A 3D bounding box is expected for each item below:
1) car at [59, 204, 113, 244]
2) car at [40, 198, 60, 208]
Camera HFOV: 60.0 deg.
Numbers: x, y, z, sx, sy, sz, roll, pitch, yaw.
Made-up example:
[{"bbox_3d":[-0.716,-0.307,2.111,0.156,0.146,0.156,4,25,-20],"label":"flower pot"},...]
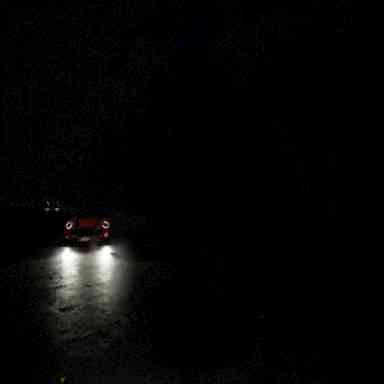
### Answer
[{"bbox_3d":[-5.061,1.489,16.716,2.097,1.767,4.553,0,-1,-12],"label":"car"},{"bbox_3d":[-23.693,1.734,55.395,2.097,1.767,4.553,1,-1,-40],"label":"car"}]
